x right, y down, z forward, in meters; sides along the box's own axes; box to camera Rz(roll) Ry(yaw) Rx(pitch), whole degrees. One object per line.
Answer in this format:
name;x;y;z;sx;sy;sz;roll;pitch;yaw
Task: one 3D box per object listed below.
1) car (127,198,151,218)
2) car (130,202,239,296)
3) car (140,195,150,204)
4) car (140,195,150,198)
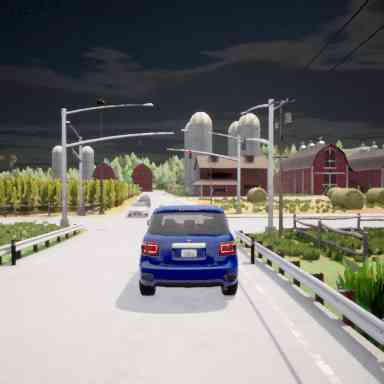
car;-5.217;1.698;32.679;1.812;1.442;4.674;0;1;-5
car;-0.109;1.369;9.145;2.150;2.045;5.566;0;-2;-1
car;-8.553;1.261;60.878;1.812;1.442;4.674;0;1;-7
car;-6.769;1.518;46.773;1.994;1.385;4.181;0;1;-7
